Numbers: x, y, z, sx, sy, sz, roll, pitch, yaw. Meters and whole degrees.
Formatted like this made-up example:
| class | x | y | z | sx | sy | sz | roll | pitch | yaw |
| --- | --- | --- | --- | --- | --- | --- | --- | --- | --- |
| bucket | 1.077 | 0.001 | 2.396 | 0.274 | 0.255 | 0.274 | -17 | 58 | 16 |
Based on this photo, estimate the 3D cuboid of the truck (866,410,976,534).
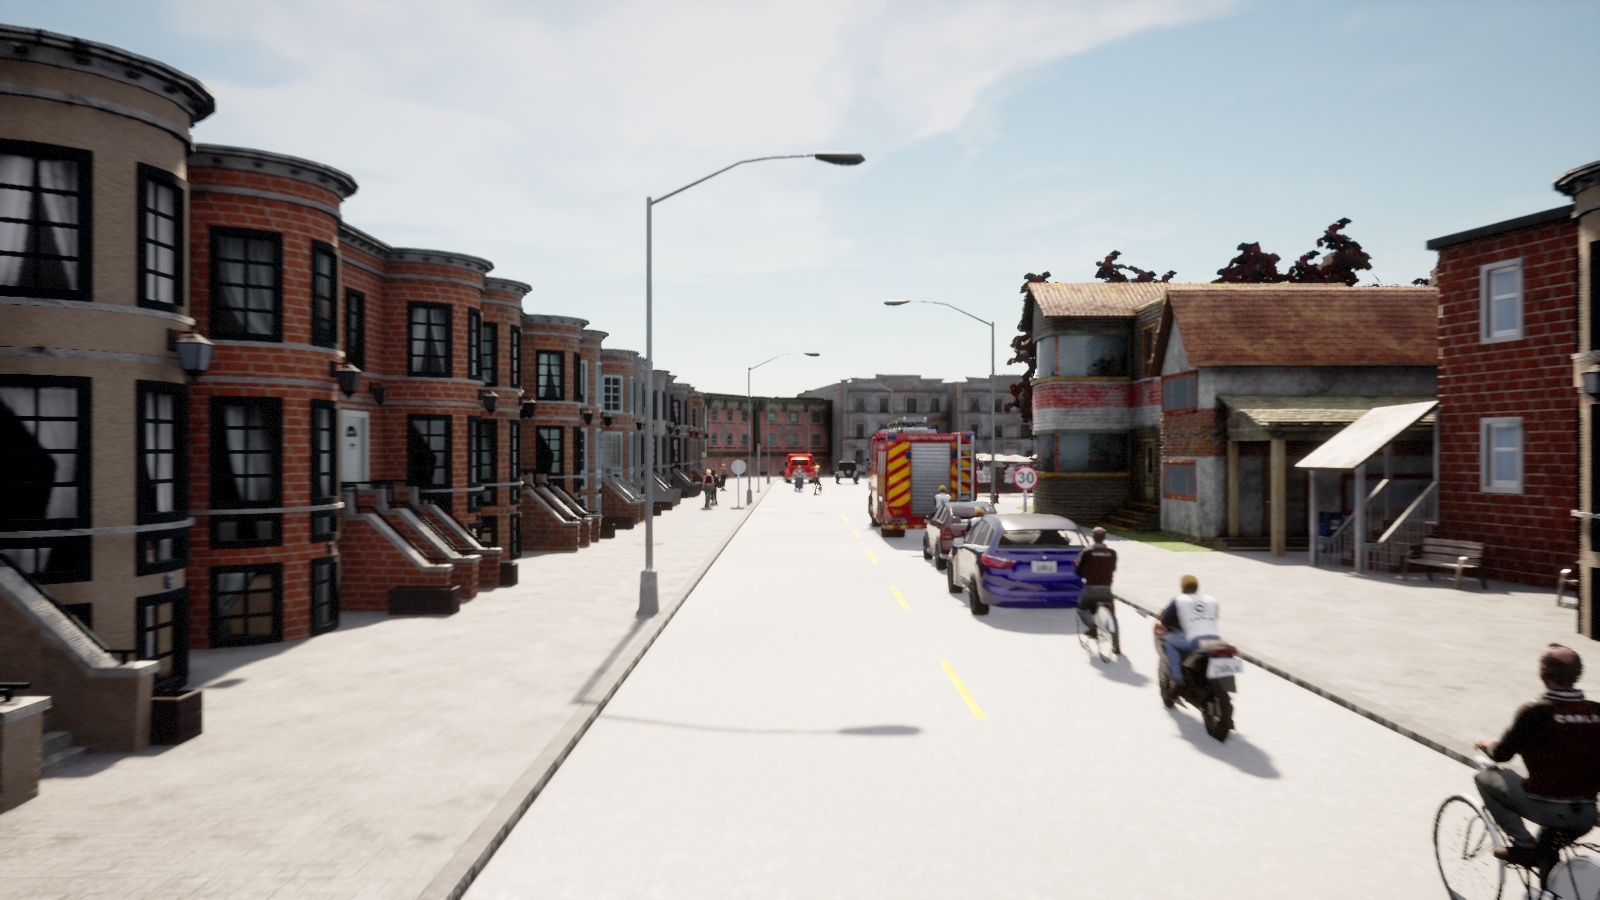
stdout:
| class | x | y | z | sx | sy | sz | roll | pitch | yaw |
| --- | --- | --- | --- | --- | --- | --- | --- | --- | --- |
| truck | 3.986 | 0.671 | 39.494 | 2.891 | 3.827 | 8.468 | 0 | 0 | 0 |

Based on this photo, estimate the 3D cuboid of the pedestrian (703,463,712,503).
| class | x | y | z | sx | sy | sz | roll | pitch | yaw |
| --- | --- | --- | --- | --- | --- | --- | --- | --- | --- |
| pedestrian | -4.255 | 1.523 | 52.639 | 0.375 | 1.860 | 0.375 | 0 | 0 | -3 |

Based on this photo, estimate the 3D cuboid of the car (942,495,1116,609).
| class | x | y | z | sx | sy | sz | roll | pitch | yaw |
| --- | --- | --- | --- | --- | --- | --- | --- | --- | --- |
| car | 3.996 | 1.747 | 20.824 | 2.242 | 1.667 | 4.611 | 0 | 0 | 0 |

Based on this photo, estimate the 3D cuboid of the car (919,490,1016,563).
| class | x | y | z | sx | sy | sz | roll | pitch | yaw |
| --- | --- | --- | --- | --- | --- | --- | --- | --- | --- |
| car | 4.000 | 1.800 | 27.835 | 1.789 | 1.549 | 3.705 | 0 | 0 | 0 |

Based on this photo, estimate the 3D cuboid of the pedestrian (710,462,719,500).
| class | x | y | z | sx | sy | sz | roll | pitch | yaw |
| --- | --- | --- | --- | --- | --- | --- | --- | --- | --- |
| pedestrian | -4.209 | 1.524 | 56.001 | 0.375 | 1.860 | 0.375 | 0 | 0 | -15 |

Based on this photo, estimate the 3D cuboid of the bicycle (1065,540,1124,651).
| class | x | y | z | sx | sy | sz | roll | pitch | yaw |
| --- | --- | --- | --- | --- | --- | --- | --- | --- | --- |
| bicycle | 3.989 | 1.940 | 15.572 | 0.329 | 1.271 | 1.835 | 0 | 0 | 0 |

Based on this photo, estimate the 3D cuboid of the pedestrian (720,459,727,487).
| class | x | y | z | sx | sy | sz | roll | pitch | yaw |
| --- | --- | --- | --- | --- | --- | --- | --- | --- | --- |
| pedestrian | -5.066 | 1.524 | 75.717 | 0.375 | 1.860 | 0.375 | 0 | 0 | 6 |

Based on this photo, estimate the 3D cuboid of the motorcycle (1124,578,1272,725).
| class | x | y | z | sx | sy | sz | roll | pitch | yaw |
| --- | --- | --- | --- | --- | --- | --- | --- | --- | --- |
| motorcycle | 3.997 | 1.993 | 11.660 | 0.803 | 1.145 | 2.033 | 0 | 0 | 0 |

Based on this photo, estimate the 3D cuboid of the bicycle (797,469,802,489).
| class | x | y | z | sx | sy | sz | roll | pitch | yaw |
| --- | --- | --- | --- | --- | --- | --- | --- | --- | --- |
| bicycle | -0.030 | 1.936 | 75.654 | 0.373 | 1.296 | 1.643 | 0 | 0 | 0 |

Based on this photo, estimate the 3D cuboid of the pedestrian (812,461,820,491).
| class | x | y | z | sx | sy | sz | roll | pitch | yaw |
| --- | --- | --- | --- | --- | --- | --- | --- | --- | --- |
| pedestrian | 1.000 | 1.628 | 70.898 | 0.375 | 1.860 | 0.375 | 0 | 0 | -14 |
